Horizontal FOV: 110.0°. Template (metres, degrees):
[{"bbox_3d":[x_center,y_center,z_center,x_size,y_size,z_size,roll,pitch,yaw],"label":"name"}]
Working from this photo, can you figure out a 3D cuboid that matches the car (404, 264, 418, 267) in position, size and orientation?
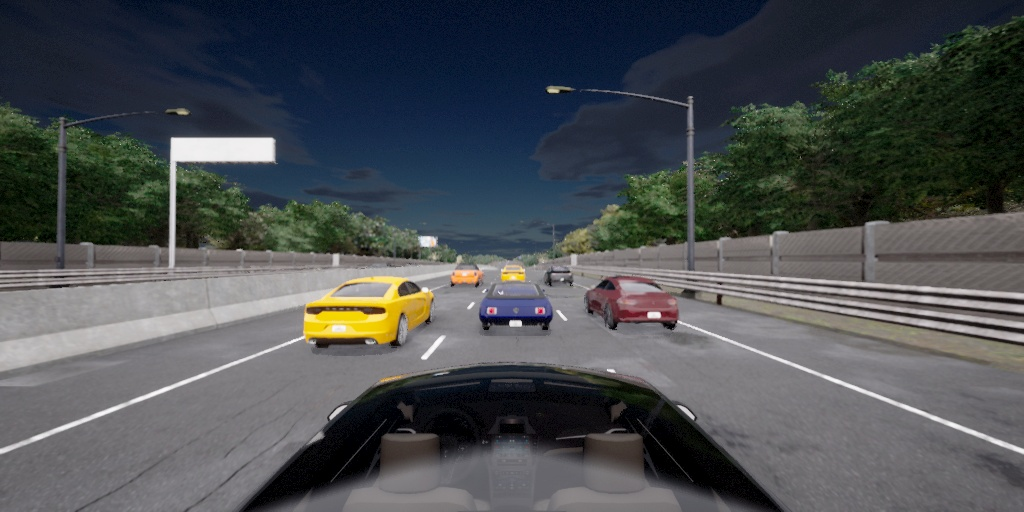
[{"bbox_3d":[-14.086,1.889,49.938,1.837,1.490,4.892,0,-1,0],"label":"car"}]

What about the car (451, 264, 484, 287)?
[{"bbox_3d":[-3.404,1.395,27.972,2.097,1.767,4.553,0,-1,0],"label":"car"}]

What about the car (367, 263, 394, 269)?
[{"bbox_3d":[-17.589,1.714,48.685,2.097,1.767,4.553,0,-1,0],"label":"car"}]

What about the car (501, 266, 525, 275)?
[{"bbox_3d":[0.094,1.554,30.125,1.882,1.535,5.008,0,-1,0],"label":"car"}]

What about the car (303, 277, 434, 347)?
[{"bbox_3d":[-3.403,1.287,9.523,1.882,1.535,5.008,0,0,0],"label":"car"}]

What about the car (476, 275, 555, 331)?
[{"bbox_3d":[0.101,1.427,11.233,1.895,1.301,4.718,0,-1,0],"label":"car"}]

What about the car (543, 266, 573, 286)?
[{"bbox_3d":[3.595,1.540,28.248,2.128,1.511,4.902,0,-1,0],"label":"car"}]

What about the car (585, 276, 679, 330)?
[{"bbox_3d":[3.599,1.353,11.378,1.812,1.442,4.674,0,0,0],"label":"car"}]

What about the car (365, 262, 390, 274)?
[{"bbox_3d":[-21.044,1.847,56.278,2.097,1.767,4.553,0,-1,1],"label":"car"}]
